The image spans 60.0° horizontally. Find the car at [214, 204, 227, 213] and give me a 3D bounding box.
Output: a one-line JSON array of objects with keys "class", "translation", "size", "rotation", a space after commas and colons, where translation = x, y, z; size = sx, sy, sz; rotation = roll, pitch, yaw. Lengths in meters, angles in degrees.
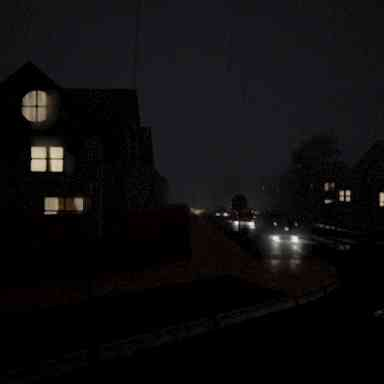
[{"class": "car", "translation": [4.740, 2.762, 54.866], "size": [2.033, 1.411, 5.357], "rotation": [0, -2, -1]}]

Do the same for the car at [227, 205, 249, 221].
[{"class": "car", "translation": [5.250, 2.047, 34.854], "size": [2.097, 1.767, 4.553], "rotation": [1, -2, -2]}]

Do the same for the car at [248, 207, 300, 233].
[{"class": "car", "translation": [5.614, 1.934, 22.879], "size": [2.033, 1.411, 5.357], "rotation": [1, -1, -3]}]
